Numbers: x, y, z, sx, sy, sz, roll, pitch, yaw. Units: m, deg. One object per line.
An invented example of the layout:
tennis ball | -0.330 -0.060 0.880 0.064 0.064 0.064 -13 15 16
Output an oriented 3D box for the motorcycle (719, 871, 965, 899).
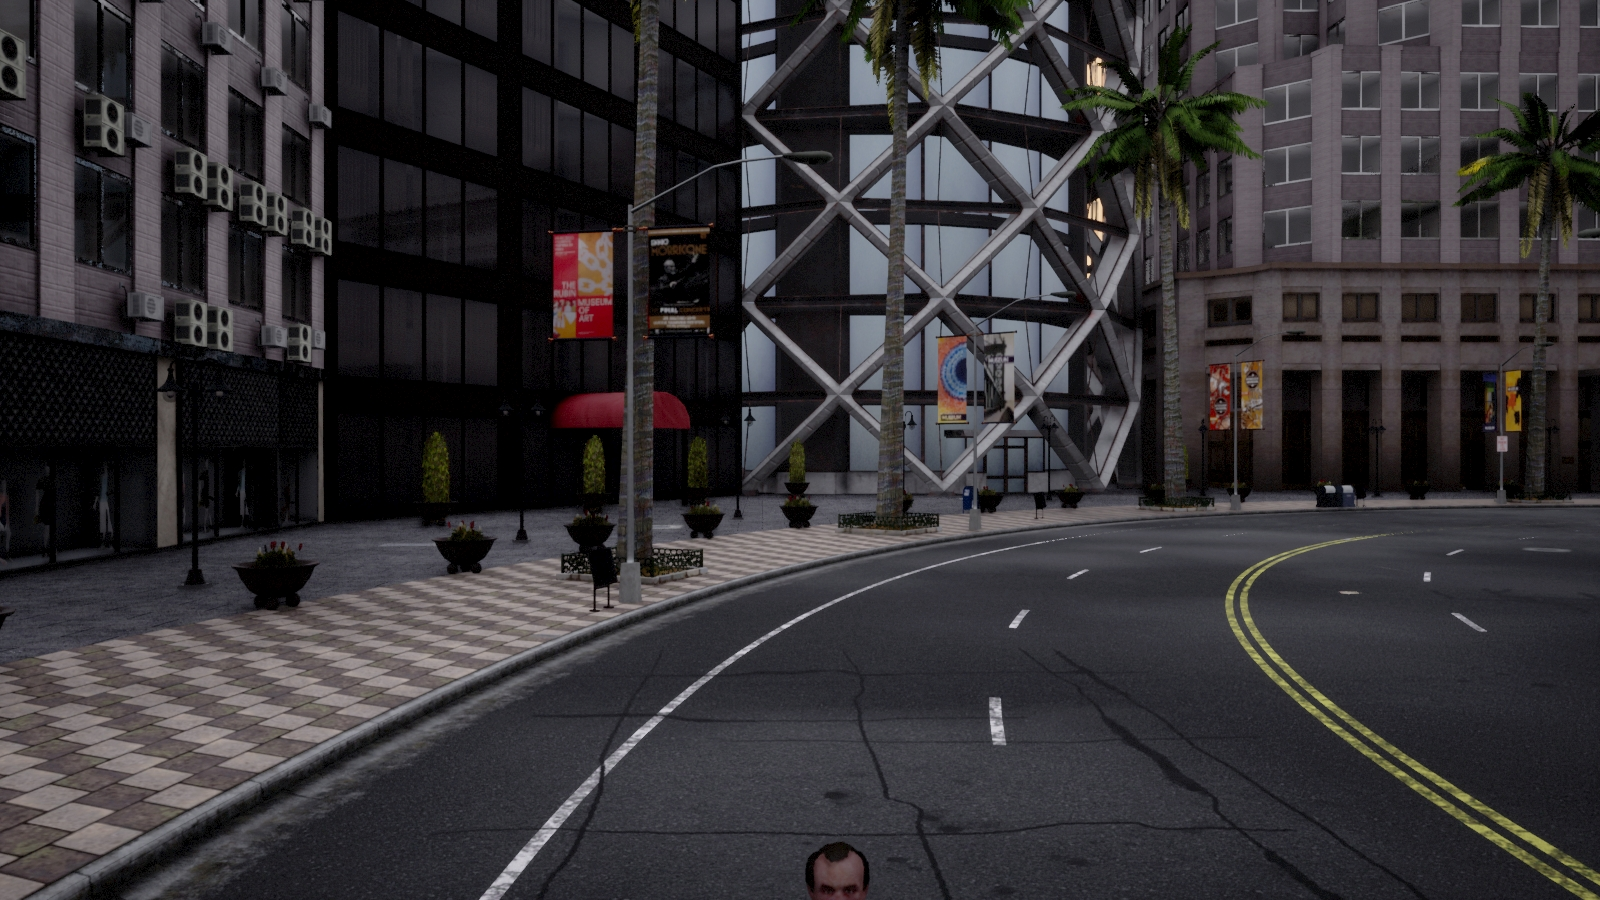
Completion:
motorcycle | 0.124 2.182 3.337 0.856 1.236 1.805 0 0 2
